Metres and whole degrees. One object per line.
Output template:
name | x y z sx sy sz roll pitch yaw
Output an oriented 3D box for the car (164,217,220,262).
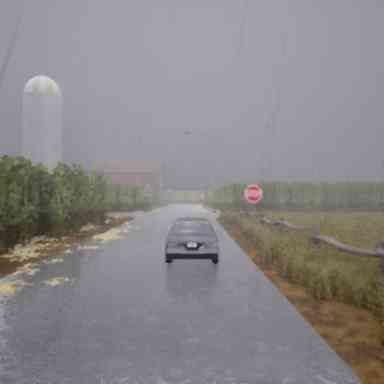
car | 0.009 1.658 12.515 2.033 1.411 5.357 0 0 0
